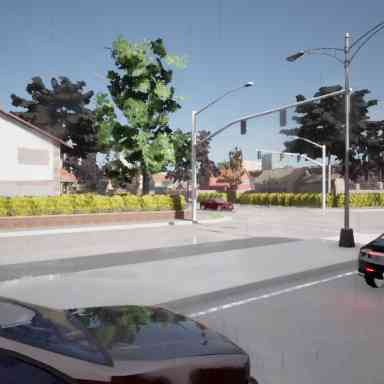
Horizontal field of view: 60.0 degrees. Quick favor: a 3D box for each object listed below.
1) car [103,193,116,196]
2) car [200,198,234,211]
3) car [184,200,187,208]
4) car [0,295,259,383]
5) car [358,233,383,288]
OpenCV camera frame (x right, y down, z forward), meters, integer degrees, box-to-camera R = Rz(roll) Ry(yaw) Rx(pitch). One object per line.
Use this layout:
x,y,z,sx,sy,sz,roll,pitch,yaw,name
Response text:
-16.218,1.224,66.808,2.150,2.045,5.566,0,0,-36,car
2.950,1.478,40.288,1.882,1.535,5.008,0,0,-36,car
-2.466,1.352,47.741,2.097,1.767,4.553,0,0,-36,car
-1.984,1.547,2.333,5.357,1.411,2.033,0,0,-35,car
5.935,1.492,8.018,4.902,1.511,2.128,0,0,-35,car
